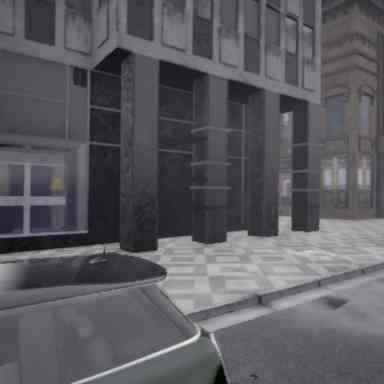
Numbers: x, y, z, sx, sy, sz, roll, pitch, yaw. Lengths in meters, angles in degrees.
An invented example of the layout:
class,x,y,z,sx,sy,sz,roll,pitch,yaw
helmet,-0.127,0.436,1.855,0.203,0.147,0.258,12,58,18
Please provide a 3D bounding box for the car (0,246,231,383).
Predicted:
class,x,y,z,sx,sy,sz,roll,pitch,yaw
car,-1.907,1.354,2.019,4.553,1.767,2.097,0,0,-35
